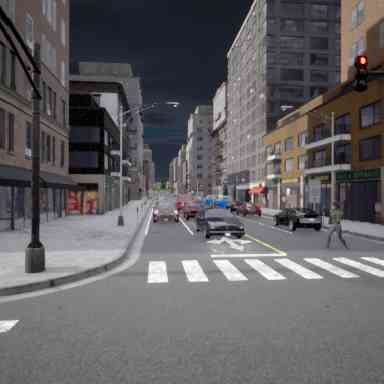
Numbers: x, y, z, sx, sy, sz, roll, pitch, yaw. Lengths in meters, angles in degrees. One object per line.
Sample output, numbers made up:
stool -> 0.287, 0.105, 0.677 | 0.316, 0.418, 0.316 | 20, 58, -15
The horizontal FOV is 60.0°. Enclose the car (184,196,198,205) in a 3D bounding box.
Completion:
car -> -0.235, 1.572, 61.678 | 2.128, 1.511, 4.902 | 0, 0, -6

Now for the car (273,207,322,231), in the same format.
car -> 6.526, 1.606, 20.821 | 1.947, 1.339, 4.313 | 0, 0, -6

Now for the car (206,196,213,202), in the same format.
car -> 3.701, 1.618, 48.230 | 2.008, 1.369, 4.403 | 0, 0, -6

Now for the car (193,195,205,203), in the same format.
car -> 1.441, 1.547, 70.157 | 1.967, 1.590, 4.097 | 0, 0, -6

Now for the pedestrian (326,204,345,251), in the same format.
pedestrian -> 5.482, 1.321, 12.707 | 0.375, 1.860, 0.375 | 0, 0, -6

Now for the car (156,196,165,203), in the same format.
car -> -7.107, 1.626, 74.816 | 1.887, 1.381, 4.507 | 0, 0, -6

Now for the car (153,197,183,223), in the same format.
car -> -2.021, 1.447, 25.481 | 1.967, 1.590, 4.097 | 0, 0, -6

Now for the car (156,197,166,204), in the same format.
car -> -5.977, 1.612, 63.852 | 2.008, 1.369, 4.403 | 0, 0, -6

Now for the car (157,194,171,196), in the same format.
car -> -4.846, 1.481, 52.889 | 1.967, 1.590, 4.097 | 0, 0, -6

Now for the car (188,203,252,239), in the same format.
car -> 1.295, 1.561, 17.881 | 2.033, 1.411, 5.357 | 0, 0, -8

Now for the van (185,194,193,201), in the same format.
van -> -0.818, 1.488, 92.085 | 1.690, 1.788, 3.998 | 0, 0, -6

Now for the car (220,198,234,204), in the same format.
car -> 4.831, 1.619, 37.267 | 1.947, 1.339, 4.313 | 0, 0, -6

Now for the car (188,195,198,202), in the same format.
car -> 0.311, 1.568, 81.122 | 1.967, 1.590, 4.097 | 0, 0, -6

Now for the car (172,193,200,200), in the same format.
car -> -0.772, 1.252, 38.371 | 2.150, 2.045, 5.566 | 0, 0, -5

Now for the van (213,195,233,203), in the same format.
van -> 4.267, 1.401, 42.749 | 1.690, 1.788, 3.998 | 0, 0, -6

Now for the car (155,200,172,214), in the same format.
car -> -3.152, 1.599, 36.444 | 1.802, 1.307, 4.206 | 0, 0, -6

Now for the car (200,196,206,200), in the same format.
car -> 0.803, 1.663, 51.630 | 1.895, 1.301, 4.718 | 0, 0, -6

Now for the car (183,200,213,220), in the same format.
car -> 0.282, 1.621, 27.871 | 1.895, 1.301, 4.718 | 0, 0, -6

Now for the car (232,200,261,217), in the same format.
car -> 5.396, 1.629, 31.786 | 1.802, 1.307, 4.206 | 0, 0, -6
